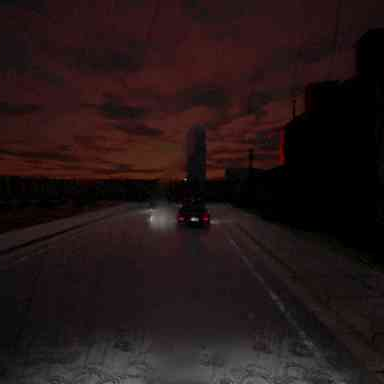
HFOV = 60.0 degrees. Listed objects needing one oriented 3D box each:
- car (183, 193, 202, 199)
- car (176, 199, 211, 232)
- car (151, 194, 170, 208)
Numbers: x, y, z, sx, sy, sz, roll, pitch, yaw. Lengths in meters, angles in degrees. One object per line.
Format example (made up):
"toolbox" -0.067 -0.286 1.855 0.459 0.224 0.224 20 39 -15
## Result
"car" 0.058 0.917 37.159 2.097 1.767 4.553 1 1 0
"car" 0.071 1.351 18.678 2.033 1.411 5.357 1 1 0
"car" -3.569 1.042 38.259 2.128 1.511 4.902 1 1 0
